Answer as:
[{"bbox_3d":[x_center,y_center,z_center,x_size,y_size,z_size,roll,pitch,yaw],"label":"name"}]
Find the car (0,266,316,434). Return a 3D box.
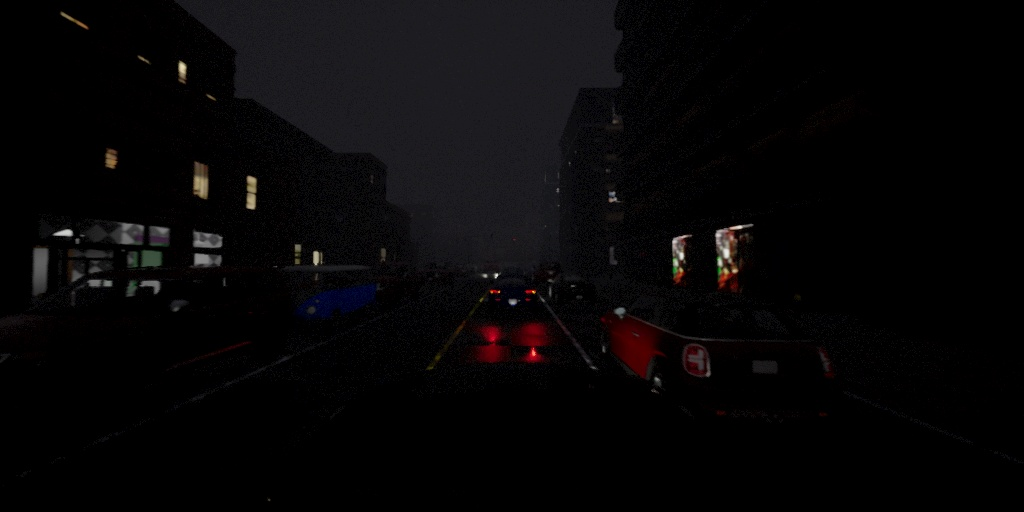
[{"bbox_3d":[-5.687,1.104,5.777,2.192,1.841,5.009,0,0,0],"label":"car"}]

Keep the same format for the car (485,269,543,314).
[{"bbox_3d":[0.051,1.396,14.290,1.812,1.442,4.674,0,-1,1],"label":"car"}]

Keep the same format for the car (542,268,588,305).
[{"bbox_3d":[2.697,1.442,16.581,2.007,1.370,4.403,0,0,0],"label":"car"}]

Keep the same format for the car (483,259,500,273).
[{"bbox_3d":[-3.016,1.459,53.156,2.150,2.045,5.566,0,-1,1],"label":"car"}]

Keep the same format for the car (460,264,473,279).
[{"bbox_3d":[-5.677,1.536,38.219,1.967,1.591,4.097,0,0,0],"label":"car"}]

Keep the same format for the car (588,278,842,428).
[{"bbox_3d":[2.693,1.228,5.768,1.967,1.591,4.097,0,0,0],"label":"car"}]

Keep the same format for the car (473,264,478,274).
[{"bbox_3d":[-5.674,1.748,49.033,2.007,1.370,4.403,0,0,0],"label":"car"}]

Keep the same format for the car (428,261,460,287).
[{"bbox_3d":[-5.680,1.309,27.405,2.192,1.841,5.009,0,0,0],"label":"car"}]

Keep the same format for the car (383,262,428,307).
[{"bbox_3d":[-5.684,1.207,16.591,2.192,1.841,5.009,0,0,0],"label":"car"}]

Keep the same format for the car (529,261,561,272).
[{"bbox_3d":[2.700,1.308,27.395,2.192,1.841,5.009,0,0,0],"label":"car"}]

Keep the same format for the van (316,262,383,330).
[{"bbox_3d":[-5.686,1.182,11.184,1.690,1.789,3.998,0,0,0],"label":"van"}]

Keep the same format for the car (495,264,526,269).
[{"bbox_3d":[0.033,1.538,27.056,2.033,1.411,5.357,0,-1,1],"label":"car"}]
